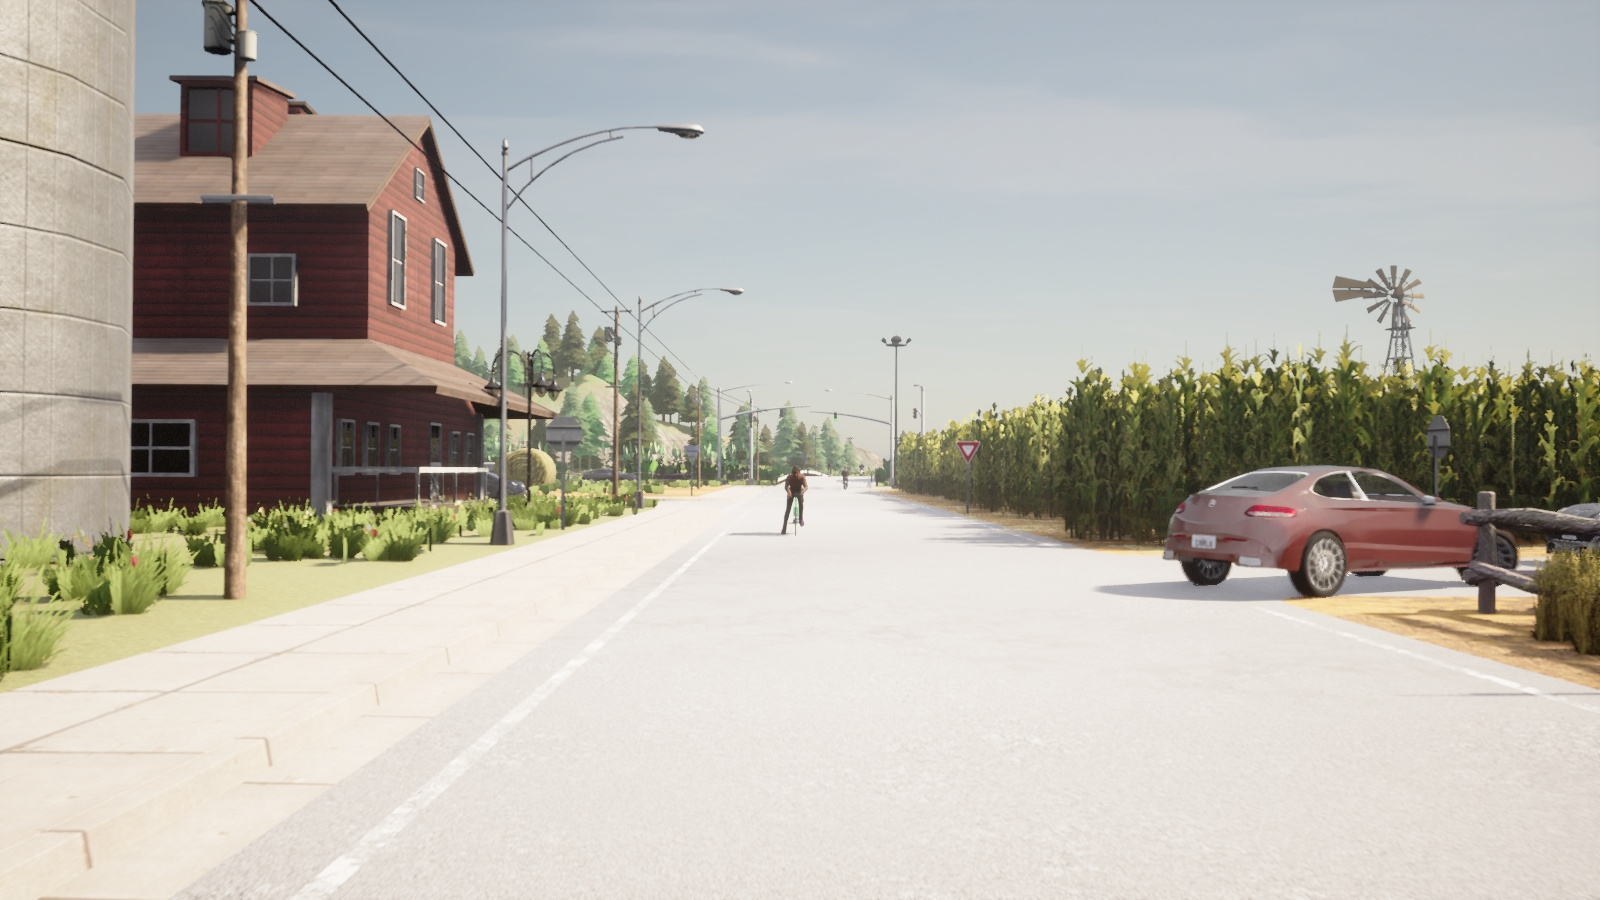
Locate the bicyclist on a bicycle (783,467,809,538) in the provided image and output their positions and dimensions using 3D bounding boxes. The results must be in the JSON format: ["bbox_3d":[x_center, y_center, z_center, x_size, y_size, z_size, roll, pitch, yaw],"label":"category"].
[{"bbox_3d":[-0.088,1.212,29.651,0.582,1.620,1.656,0,-1,0],"label":"bicyclist on a bicycle"}]

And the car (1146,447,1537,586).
[{"bbox_3d":[7.381,0.818,17.050,5.027,1.651,2.152,0,-1,-27],"label":"car"}]

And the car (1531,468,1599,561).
[{"bbox_3d":[14.638,1.034,20.872,3.806,1.475,1.970,0,-1,0],"label":"car"}]

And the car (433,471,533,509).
[{"bbox_3d":[-12.923,1.624,51.315,3.633,1.501,1.845,0,-1,-1],"label":"car"}]
